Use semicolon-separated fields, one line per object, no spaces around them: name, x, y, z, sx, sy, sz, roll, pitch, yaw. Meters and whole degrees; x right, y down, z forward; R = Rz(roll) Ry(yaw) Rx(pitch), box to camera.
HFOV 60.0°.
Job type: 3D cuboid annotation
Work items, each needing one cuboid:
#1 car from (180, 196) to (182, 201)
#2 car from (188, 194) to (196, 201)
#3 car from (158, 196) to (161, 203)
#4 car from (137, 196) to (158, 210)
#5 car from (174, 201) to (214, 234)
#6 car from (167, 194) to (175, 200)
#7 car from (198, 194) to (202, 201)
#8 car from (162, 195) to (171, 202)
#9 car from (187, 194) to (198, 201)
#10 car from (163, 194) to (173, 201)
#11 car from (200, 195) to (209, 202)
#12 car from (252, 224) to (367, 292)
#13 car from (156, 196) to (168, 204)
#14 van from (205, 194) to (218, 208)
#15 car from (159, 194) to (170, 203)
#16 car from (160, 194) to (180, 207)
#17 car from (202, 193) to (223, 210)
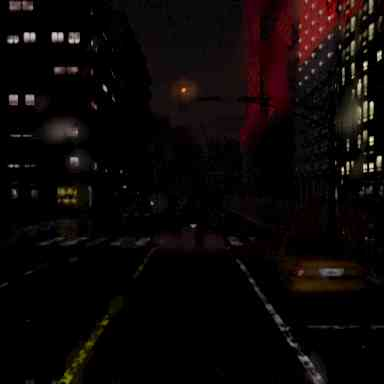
car;-3.033;1.353;64.967;1.882;1.535;5.008;0;0;0
car;-0.003;1.254;80.146;1.882;1.535;5.008;0;0;0
car;-5.697;1.434;57.532;2.008;1.369;4.403;0;0;0
car;-5.695;1.457;40.952;2.008;1.369;4.403;0;0;0
car;0.075;1.504;19.118;1.812;1.442;4.674;0;0;0
car;-5.698;1.381;90.522;1.752;1.417;4.829;0;0;0
car;2.682;1.192;63.058;2.192;1.841;5.009;0;0;0
car;-5.697;1.449;74.112;1.802;1.307;4.206;0;0;0
car;-0.004;1.371;69.728;1.837;1.490;4.892;0;0;0
car;-5.698;1.303;79.638;1.967;1.590;4.097;0;0;0
car;2.683;1.412;74.112;1.887;1.381;4.507;0;0;0
car;2.686;1.502;8.710;1.752;1.417;4.829;0;0;0
car;-5.697;1.422;63.058;1.887;1.381;4.507;0;0;0
van;2.683;1.239;46.478;1.690;1.788;3.998;0;0;0
car;-5.698;1.312;68.585;1.967;1.590;4.097;0;0;0
car;-3.095;1.421;47.852;1.812;1.442;4.674;0;0;0
car;2.683;1.222;40.952;2.192;1.841;5.009;0;0;0
